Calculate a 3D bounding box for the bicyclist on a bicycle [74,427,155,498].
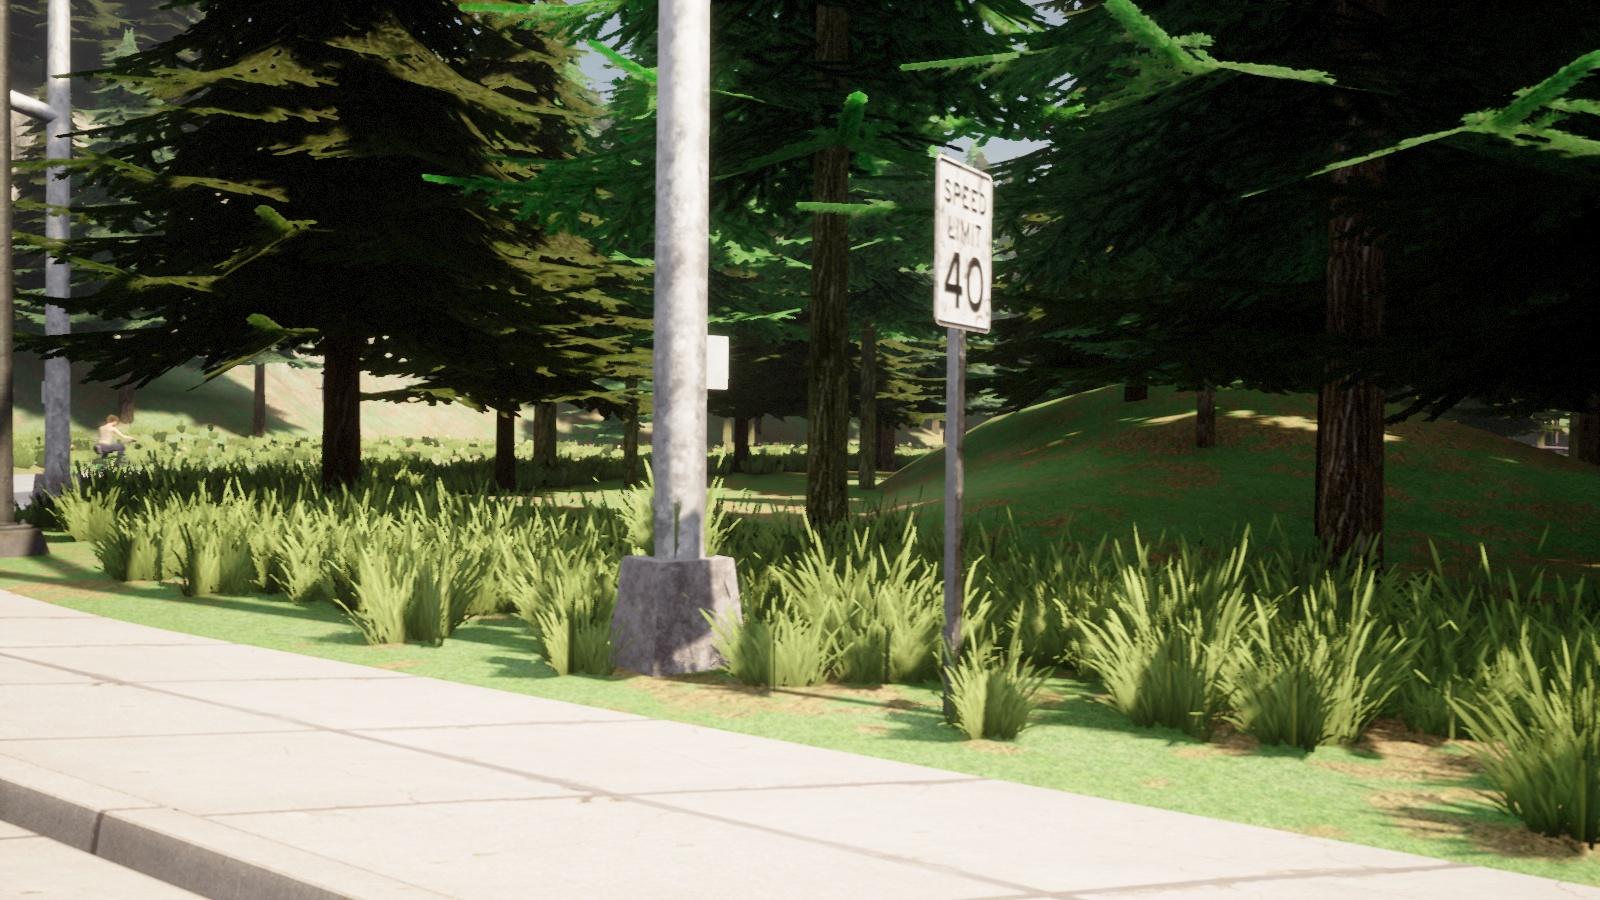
[{"bbox_3d":[-16.108,0.275,29.551,0.866,1.612,1.509,1,1,14],"label":"bicyclist on a bicycle"}]
